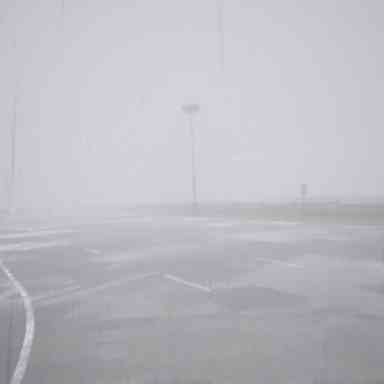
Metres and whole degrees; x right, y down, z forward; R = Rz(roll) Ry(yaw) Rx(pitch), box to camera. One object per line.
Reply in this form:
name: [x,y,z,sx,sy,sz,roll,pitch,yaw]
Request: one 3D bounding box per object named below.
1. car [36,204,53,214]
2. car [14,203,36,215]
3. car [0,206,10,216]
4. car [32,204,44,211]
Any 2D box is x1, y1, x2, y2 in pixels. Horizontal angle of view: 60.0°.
car: [-27.716,3.346,62.945,2.128,1.511,4.902,-2,-1,-35]
car: [-30.892,3.298,61.365,2.097,1.767,4.553,-2,-1,-35]
car: [-33.671,3.541,59.247,1.837,1.490,4.892,-2,-1,-35]
car: [-39.777,3.927,85.902,2.097,1.767,4.553,-2,-1,-35]
